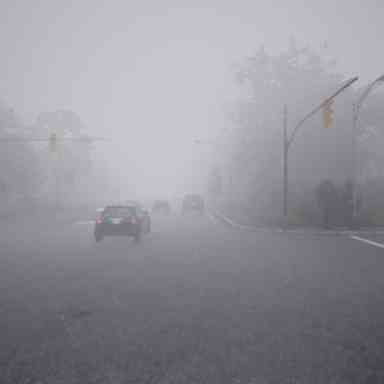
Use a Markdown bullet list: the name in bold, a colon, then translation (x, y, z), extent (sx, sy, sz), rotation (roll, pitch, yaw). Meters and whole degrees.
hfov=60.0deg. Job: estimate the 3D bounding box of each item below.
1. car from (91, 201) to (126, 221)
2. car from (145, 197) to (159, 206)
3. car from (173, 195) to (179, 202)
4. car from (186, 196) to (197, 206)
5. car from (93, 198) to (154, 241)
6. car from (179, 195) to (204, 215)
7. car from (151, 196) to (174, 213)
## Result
- **car**: translation (-7.096, 1.582, 28.823), extent (1.812, 1.442, 4.674), rotation (0, 0, 0)
- **car**: translation (-7.022, 1.619, 58.285), extent (1.837, 1.490, 4.892), rotation (0, 0, 0)
- **car**: translation (-3.526, 1.494, 70.988), extent (2.097, 1.767, 4.553), rotation (0, 0, 0)
- **car**: translation (-0.008, 1.596, 60.739), extent (1.882, 1.535, 5.008), rotation (0, 0, 0)
- **car**: translation (-3.407, 1.386, 17.103), extent (2.097, 1.767, 4.553), rotation (0, 0, 0)
- **car**: translation (0.085, 1.290, 34.930), extent (2.150, 2.045, 5.566), rotation (0, 0, 0)
- **car**: translation (-3.414, 1.580, 38.381), extent (1.837, 1.490, 4.892), rotation (0, 0, 0)
